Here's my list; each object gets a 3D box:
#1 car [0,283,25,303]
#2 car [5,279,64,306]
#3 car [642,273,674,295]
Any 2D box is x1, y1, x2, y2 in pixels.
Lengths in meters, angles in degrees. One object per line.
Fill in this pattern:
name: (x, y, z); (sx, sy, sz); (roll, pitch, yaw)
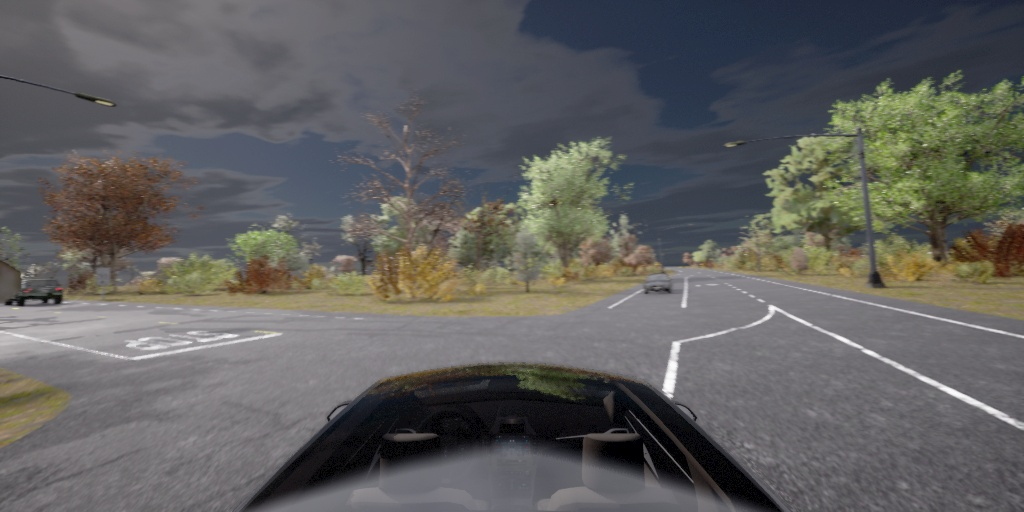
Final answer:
car: (-48.296, 3.464, 33.792); (4.553, 1.767, 2.097); (-3, -2, 26)
car: (-38.731, 2.911, 29.069); (5.566, 2.045, 2.150); (-2, -2, 26)
car: (11.063, 2.061, 27.038); (1.837, 1.490, 4.892); (-5, -3, 26)
